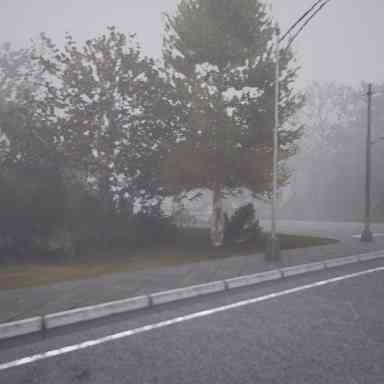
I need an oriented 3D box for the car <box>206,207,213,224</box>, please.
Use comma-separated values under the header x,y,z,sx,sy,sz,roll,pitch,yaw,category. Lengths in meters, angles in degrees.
x,y,z,sx,sy,sz,roll,pitch,yaw,category
-0.163,2.596,33.535,2.128,1.511,4.902,3,-5,-41,car
